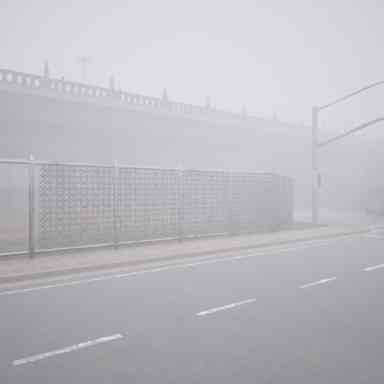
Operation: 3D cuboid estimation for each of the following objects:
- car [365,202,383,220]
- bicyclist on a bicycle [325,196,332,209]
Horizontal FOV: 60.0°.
[{"bbox_3d":[16.545,1.534,26.636,2.128,1.511,4.902,0,-1,-40],"label":"car"},{"bbox_3d":[17.735,1.356,43.290,1.656,1.620,0.582,0,0,-36],"label":"bicyclist on a bicycle"}]
